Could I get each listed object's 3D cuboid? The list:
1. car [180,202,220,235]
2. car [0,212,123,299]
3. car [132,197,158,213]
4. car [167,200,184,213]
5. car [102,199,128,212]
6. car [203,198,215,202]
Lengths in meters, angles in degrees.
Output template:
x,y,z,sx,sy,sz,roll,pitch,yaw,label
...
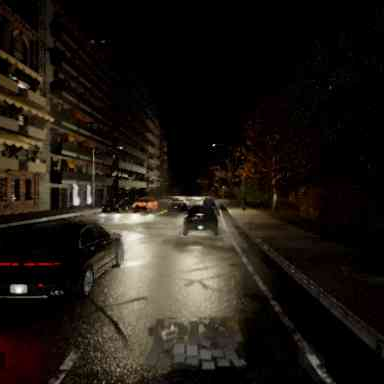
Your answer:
x,y,z,sx,sy,sz,roll,pitch,yaw,label
0.542,1.523,19.068,1.837,1.490,4.892,0,0,3,car
-3.059,1.494,8.389,1.837,1.490,4.892,0,0,1,car
-5.093,1.378,36.482,2.097,1.767,4.553,0,0,4,car
-1.588,1.610,37.567,1.994,1.385,4.181,0,0,4,car
-8.360,1.514,36.400,1.837,1.490,4.892,0,0,4,car
2.653,1.664,52.222,1.994,1.385,4.181,0,0,4,car
